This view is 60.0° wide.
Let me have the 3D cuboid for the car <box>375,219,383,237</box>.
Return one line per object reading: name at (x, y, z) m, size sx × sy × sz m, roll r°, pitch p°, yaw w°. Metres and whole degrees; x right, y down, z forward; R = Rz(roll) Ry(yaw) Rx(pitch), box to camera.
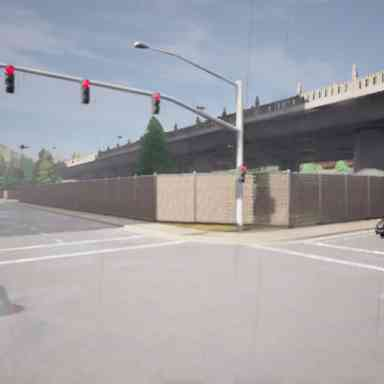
car at (10.854, 1.429, 16.053) m, size 5.357 × 1.411 × 2.033 m, roll -1°, pitch 0°, yaw -39°
